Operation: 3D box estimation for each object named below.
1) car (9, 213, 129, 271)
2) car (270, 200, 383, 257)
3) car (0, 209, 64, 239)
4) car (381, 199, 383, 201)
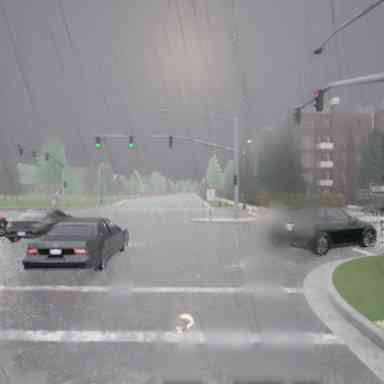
[{"bbox_3d":[-3.397,1.538,10.811,2.033,1.411,5.357,0,0,0],"label":"car"},{"bbox_3d":[5.245,1.340,13.127,4.553,1.767,2.097,0,1,-34],"label":"car"},{"bbox_3d":[-6.902,1.511,15.775,1.812,1.442,4.674,0,0,0],"label":"car"},{"bbox_3d":[19.129,1.460,32.859,4.902,1.511,2.128,0,0,0],"label":"car"}]
